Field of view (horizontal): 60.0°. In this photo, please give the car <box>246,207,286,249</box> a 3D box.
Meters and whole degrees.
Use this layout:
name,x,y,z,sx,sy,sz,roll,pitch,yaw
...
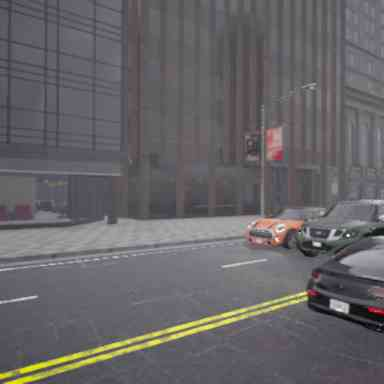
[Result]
name,x,y,z,sx,sy,sz,roll,pitch,yaw
car,4.581,1.448,14.937,4.553,1.767,2.097,1,0,-35

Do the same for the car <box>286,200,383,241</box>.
name,x,y,z,sx,sy,sz,roll,pitch,yaw
car,6.189,1.315,12.092,5.566,2.045,2.150,1,0,-35

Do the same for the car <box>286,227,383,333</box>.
name,x,y,z,sx,sy,sz,roll,pitch,yaw
car,4.112,1.579,6.368,4.674,1.442,1.812,1,0,-35
